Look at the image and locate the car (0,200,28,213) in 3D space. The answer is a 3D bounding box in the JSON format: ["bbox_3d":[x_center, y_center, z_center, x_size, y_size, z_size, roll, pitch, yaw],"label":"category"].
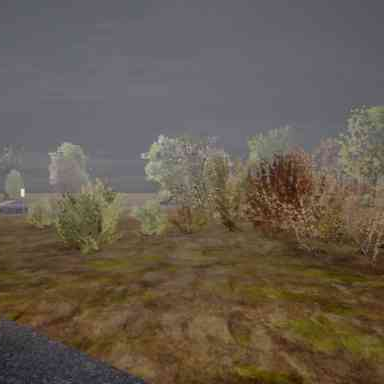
[{"bbox_3d":[-19.675,1.577,36.548,1.994,1.385,4.181,0,0,37],"label":"car"}]

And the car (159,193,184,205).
[{"bbox_3d":[-3.723,1.253,57.072,2.150,2.045,5.566,0,0,40],"label":"car"}]
